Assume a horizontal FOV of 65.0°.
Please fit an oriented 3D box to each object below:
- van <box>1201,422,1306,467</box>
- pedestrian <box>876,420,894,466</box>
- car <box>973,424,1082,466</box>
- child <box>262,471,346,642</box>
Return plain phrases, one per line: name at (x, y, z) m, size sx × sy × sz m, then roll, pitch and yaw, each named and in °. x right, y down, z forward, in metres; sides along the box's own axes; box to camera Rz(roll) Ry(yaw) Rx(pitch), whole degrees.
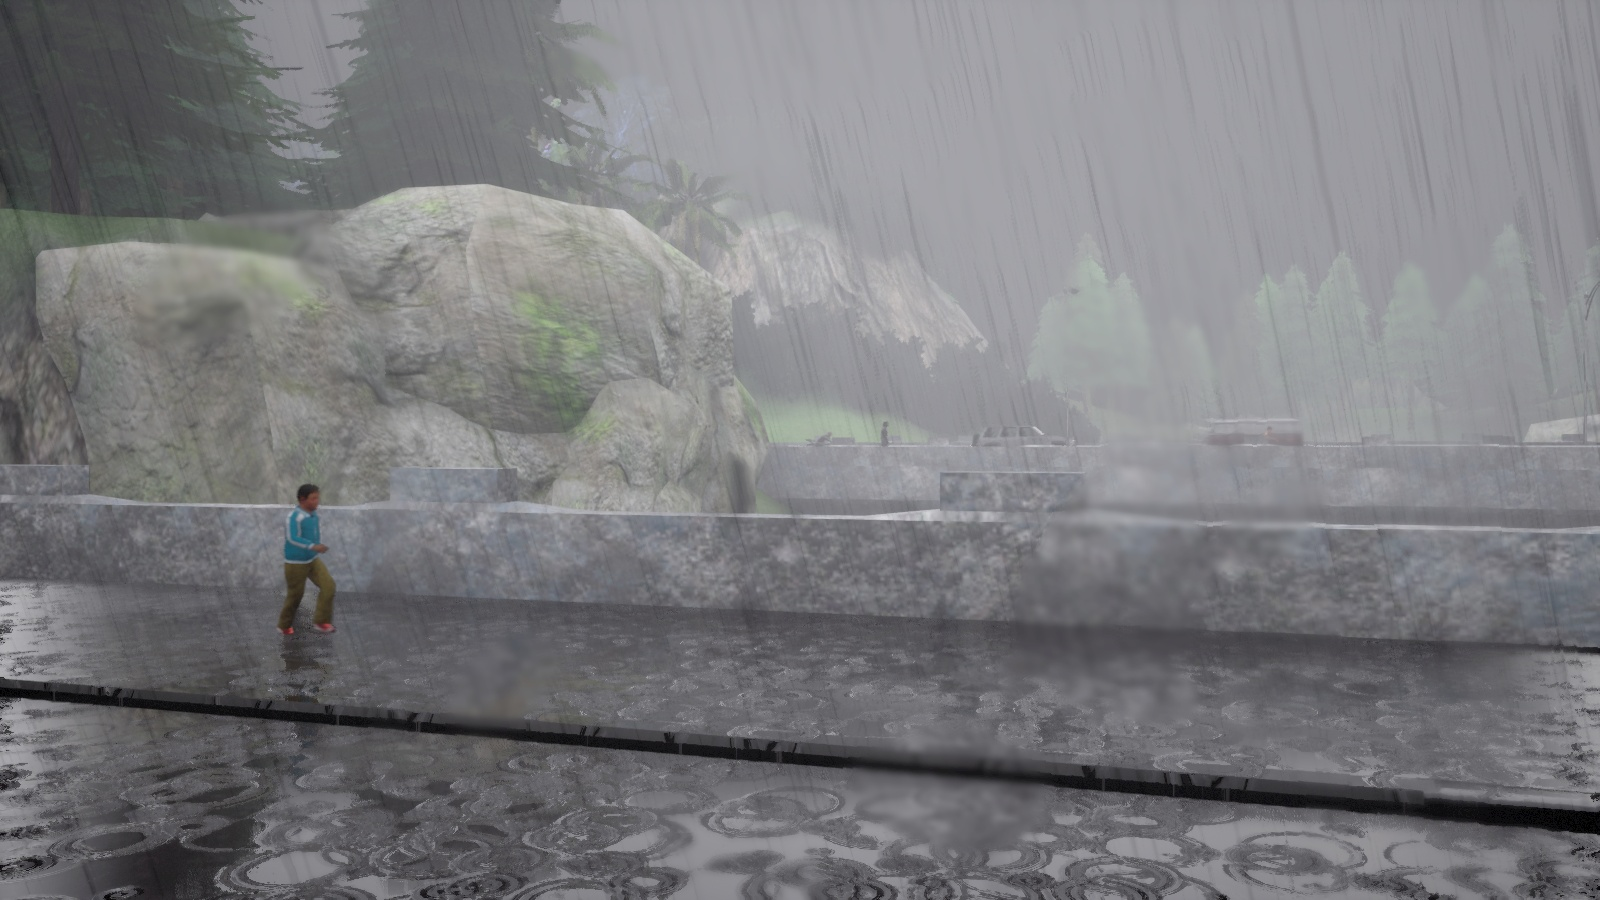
van at (20.697, -0.263, 57.428) m, size 4.442 × 1.987 × 1.775 m, roll 1°, pitch 1°, yaw 19°
pedestrian at (3.621, -0.305, 53.419) m, size 0.666 × 1.930 × 0.402 m, roll 1°, pitch 1°, yaw 20°
car at (10.272, -0.223, 56.706) m, size 4.605 × 1.855 × 1.932 m, roll 0°, pitch 1°, yaw 19°
child at (-3.586, 0.757, 9.096) m, size 0.448 × 1.192 × 0.343 m, roll 1°, pitch 1°, yaw 20°
